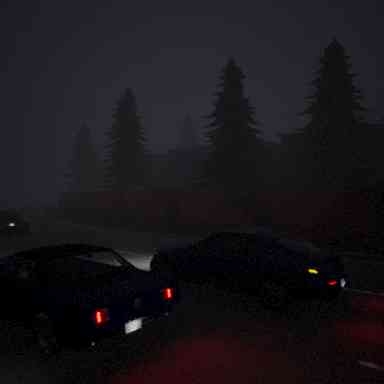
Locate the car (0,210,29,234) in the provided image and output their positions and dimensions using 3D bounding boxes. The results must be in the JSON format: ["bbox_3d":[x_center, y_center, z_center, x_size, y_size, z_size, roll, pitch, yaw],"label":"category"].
[{"bbox_3d":[-11.100,1.768,19.566,1.994,1.385,4.181,0,0,-41],"label":"car"}]

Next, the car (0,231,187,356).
[{"bbox_3d":[-2.551,1.657,6.194,4.718,1.301,1.895,-1,0,39],"label":"car"}]

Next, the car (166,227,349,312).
[{"bbox_3d":[1.084,1.565,7.779,4.674,1.442,1.812,-1,0,38],"label":"car"}]
